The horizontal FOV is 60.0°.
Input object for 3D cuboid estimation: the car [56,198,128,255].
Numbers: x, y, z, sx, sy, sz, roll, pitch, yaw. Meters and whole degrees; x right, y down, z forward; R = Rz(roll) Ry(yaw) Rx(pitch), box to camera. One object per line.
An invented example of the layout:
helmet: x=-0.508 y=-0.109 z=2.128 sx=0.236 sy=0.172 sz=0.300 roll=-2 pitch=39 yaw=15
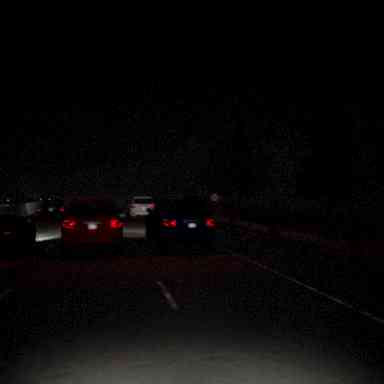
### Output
car: x=-4.089 y=1.270 z=13.886 sx=2.150 sy=2.045 sz=5.566 roll=1 pitch=0 yaw=-15

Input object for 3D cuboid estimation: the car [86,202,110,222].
car: x=-8.009 y=1.641 z=28.673 sx=1.812 sy=1.442 sz=4.674 roll=1 pitch=0 yaw=-14

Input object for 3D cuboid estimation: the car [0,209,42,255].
car: x=-7.530 y=1.570 z=13.198 sx=1.994 sy=1.385 sz=4.181 roll=1 pitch=0 yaw=-15

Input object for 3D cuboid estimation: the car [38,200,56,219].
car: x=-11.316 y=1.415 z=27.489 sx=2.097 sy=1.767 sz=4.553 roll=1 pitch=-1 yaw=-15

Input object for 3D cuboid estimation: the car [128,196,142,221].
car: x=-4.529 y=1.380 z=29.204 sx=2.150 sy=2.045 sz=5.566 roll=1 pitch=0 yaw=-15

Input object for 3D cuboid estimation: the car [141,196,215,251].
car: x=-0.709 y=1.319 z=14.795 sx=2.150 sy=2.045 sz=5.566 roll=1 pitch=0 yaw=-15
